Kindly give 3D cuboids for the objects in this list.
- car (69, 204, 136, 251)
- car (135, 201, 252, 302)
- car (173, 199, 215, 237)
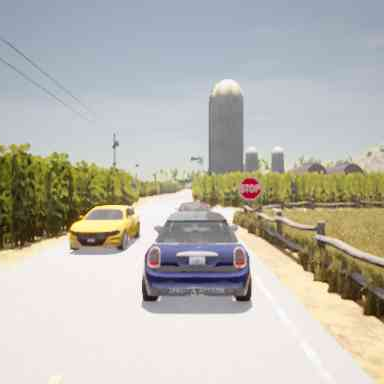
[{"bbox_3d":[-3.258,1.283,13.291,1.882,1.535,5.008,0,0,0],"label":"car"},{"bbox_3d":[0.096,1.232,8.148,2.097,1.767,4.553,0,1,0],"label":"car"},{"bbox_3d":[0.084,1.225,17.338,1.882,1.535,5.008,0,1,0],"label":"car"}]
